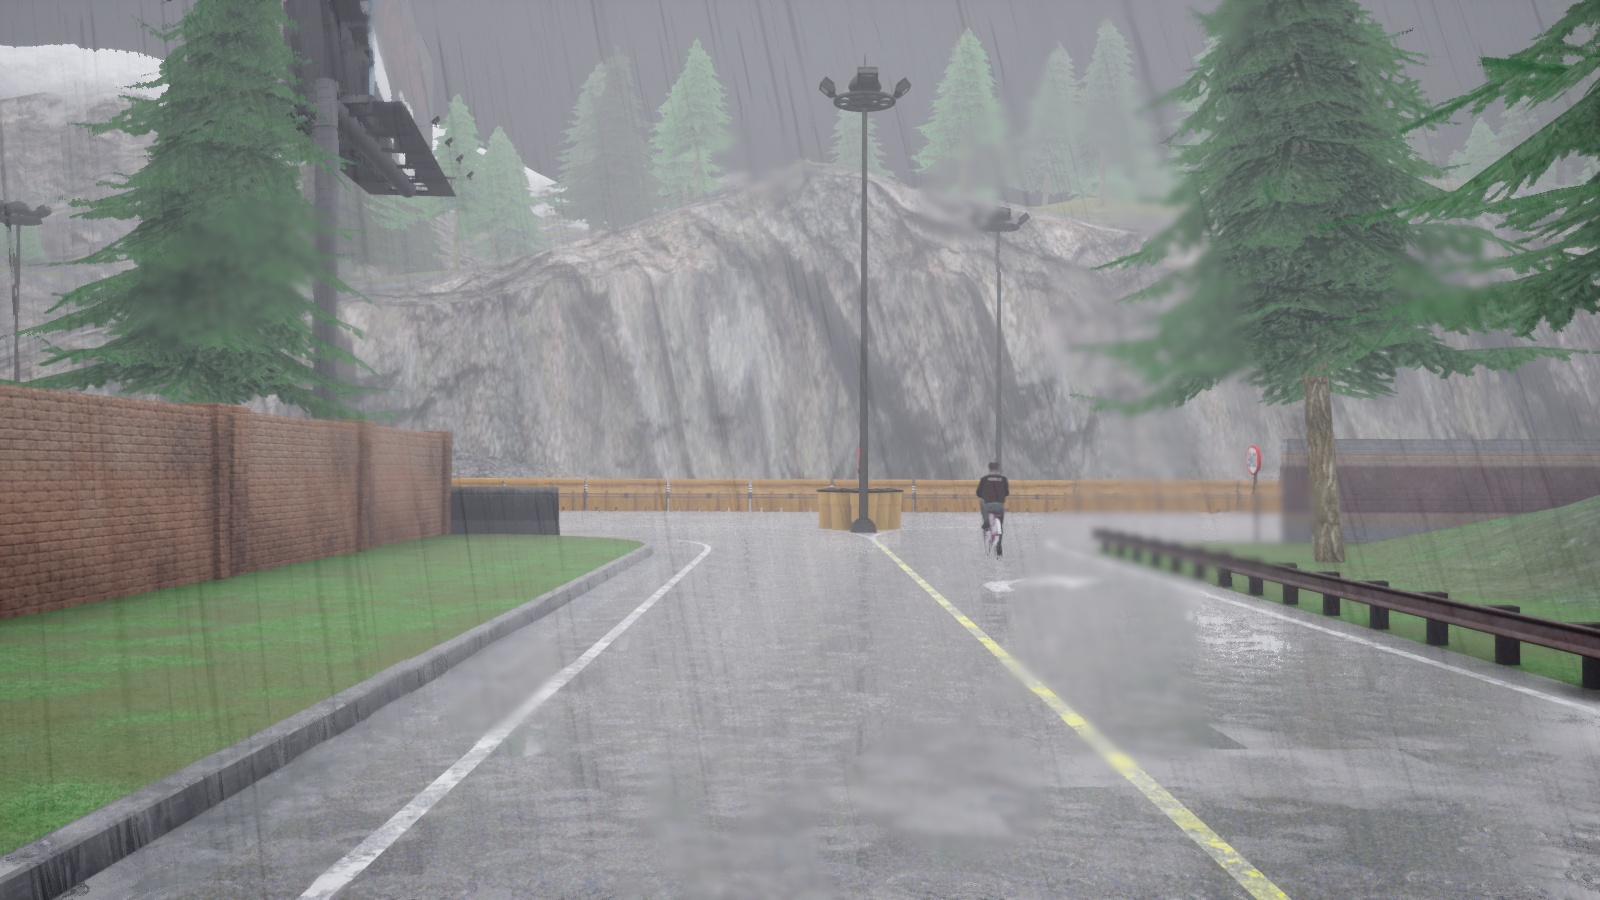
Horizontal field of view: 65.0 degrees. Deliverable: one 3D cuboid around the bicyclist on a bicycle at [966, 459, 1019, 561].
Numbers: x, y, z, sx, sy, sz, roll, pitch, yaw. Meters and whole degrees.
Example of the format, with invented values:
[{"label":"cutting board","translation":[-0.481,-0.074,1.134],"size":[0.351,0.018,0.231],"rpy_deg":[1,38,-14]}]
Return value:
[{"label":"bicyclist on a bicycle","translation":[3.469,1.053,22.759],"size":[0.659,1.776,1.843],"rpy_deg":[0,-1,0]}]
